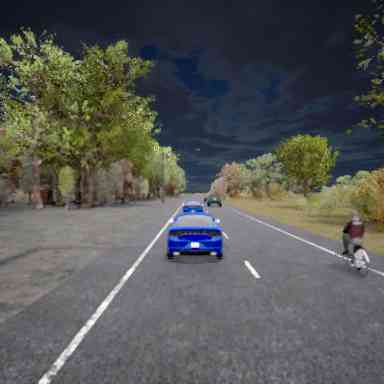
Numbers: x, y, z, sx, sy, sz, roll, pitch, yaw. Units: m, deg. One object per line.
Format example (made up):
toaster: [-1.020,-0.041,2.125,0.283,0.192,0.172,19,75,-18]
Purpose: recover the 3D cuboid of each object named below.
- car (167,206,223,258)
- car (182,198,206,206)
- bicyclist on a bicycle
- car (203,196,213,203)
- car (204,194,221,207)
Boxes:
car: [0.098,1.502,12.821,1.882,1.535,5.008,0,0,0]
car: [0.103,1.537,31.442,1.882,1.535,5.008,0,0,0]
bicyclist on a bicycle: [4.466,1.388,9.354,0.659,1.776,1.843,0,0,0]
car: [3.508,1.621,73.314,1.882,1.535,5.008,0,0,0]
car: [3.604,1.324,54.761,2.150,2.045,5.566,0,0,0]
